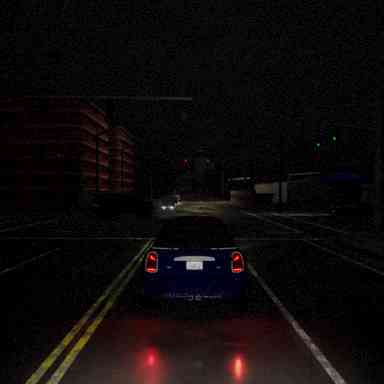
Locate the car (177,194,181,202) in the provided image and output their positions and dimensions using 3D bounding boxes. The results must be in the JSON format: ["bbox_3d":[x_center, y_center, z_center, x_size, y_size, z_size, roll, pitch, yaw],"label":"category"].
[{"bbox_3d":[-3.717,1.547,64.196,2.033,1.411,5.357,0,0,0],"label":"car"}]

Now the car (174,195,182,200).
[{"bbox_3d":[-3.741,1.524,90.142,2.033,1.411,5.357,0,0,0],"label":"car"}]

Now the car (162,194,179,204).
[{"bbox_3d":[-3.726,1.547,53.702,2.033,1.411,5.357,0,0,0],"label":"car"}]

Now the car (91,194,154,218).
[{"bbox_3d":[-6.006,1.185,29.249,5.566,2.045,2.150,0,1,-27],"label":"car"}]

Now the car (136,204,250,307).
[{"bbox_3d":[0.053,1.352,8.162,2.097,1.767,4.553,0,0,0],"label":"car"}]

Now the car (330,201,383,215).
[{"bbox_3d":[16.379,1.601,33.255,4.718,1.301,1.895,0,0,0],"label":"car"}]

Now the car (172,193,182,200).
[{"bbox_3d":[-3.700,1.225,74.990,2.150,2.045,5.566,0,0,0],"label":"car"}]
